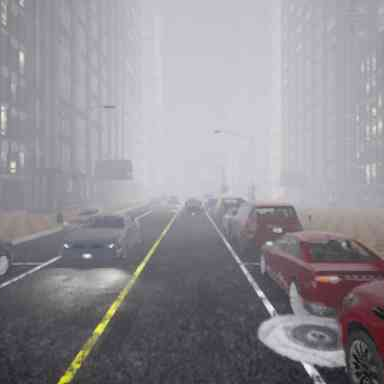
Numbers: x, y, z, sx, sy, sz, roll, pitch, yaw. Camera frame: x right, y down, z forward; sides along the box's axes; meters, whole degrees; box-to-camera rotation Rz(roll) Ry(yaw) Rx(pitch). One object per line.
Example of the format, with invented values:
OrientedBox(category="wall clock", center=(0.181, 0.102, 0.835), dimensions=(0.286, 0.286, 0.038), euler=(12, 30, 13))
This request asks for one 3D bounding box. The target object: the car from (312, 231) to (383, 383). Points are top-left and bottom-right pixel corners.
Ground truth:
OrientedBox(category="car", center=(2.695, 1.310, 1.804), dimensions=(2.192, 1.841, 5.009), euler=(0, 0, 0))

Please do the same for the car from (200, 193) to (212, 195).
OrientedBox(category="car", center=(2.690, 1.154, 57.197), dimensions=(2.192, 1.841, 5.009), euler=(0, 0, 0))

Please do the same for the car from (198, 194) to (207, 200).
OrientedBox(category="car", center=(2.686, 1.199, 84.894), dimensions=(1.967, 1.590, 4.097), euler=(0, 0, 0))

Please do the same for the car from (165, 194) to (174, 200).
OrientedBox(category="car", center=(-5.695, 1.303, 84.894), dimensions=(1.887, 1.381, 4.507), euler=(0, 0, 0))

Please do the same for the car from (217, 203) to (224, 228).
OrientedBox(category="car", center=(2.692, 1.515, 18.424), dimensions=(1.947, 1.339, 4.313), euler=(0, 0, 0))

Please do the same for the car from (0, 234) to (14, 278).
OrientedBox(category="car", center=(-5.687, 1.530, 7.343), dimensions=(2.008, 1.369, 4.403), euler=(0, 0, 0))

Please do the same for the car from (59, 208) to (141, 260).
OrientedBox(category="car", center=(-3.101, 1.512, 12.524), dimensions=(2.033, 1.411, 5.357), euler=(0, 0, 0))

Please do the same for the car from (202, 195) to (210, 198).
OrientedBox(category="car", center=(2.357, 1.374, 36.983), dimensions=(1.882, 1.535, 5.008), euler=(0, 0, 0))

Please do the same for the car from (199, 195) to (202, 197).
OrientedBox(category="car", center=(0.096, 1.395, 46.919), dimensions=(1.812, 1.442, 4.674), euler=(0, 0, 0))

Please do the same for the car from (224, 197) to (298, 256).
OrientedBox(category="car", center=(2.694, 1.279, 12.884), dimensions=(2.192, 1.841, 5.009), euler=(0, 0, 0))

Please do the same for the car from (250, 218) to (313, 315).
OrientedBox(category="car", center=(2.693, 1.525, 7.344), dimensions=(1.887, 1.381, 4.507), euler=(0, 0, 0))

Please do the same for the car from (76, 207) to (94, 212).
OrientedBox(category="car", center=(-5.688, 1.531, 18.422), dimensions=(1.802, 1.307, 4.206), euler=(0, 0, 0))

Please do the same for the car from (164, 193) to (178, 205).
OrientedBox(category="car", center=(-3.060, 1.325, 54.311), dimensions=(1.882, 1.535, 5.008), euler=(0, 0, 0))

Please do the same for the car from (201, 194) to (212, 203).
OrientedBox(category="car", center=(2.688, 1.263, 62.737), dimensions=(1.967, 1.590, 4.097), euler=(0, 0, 0))

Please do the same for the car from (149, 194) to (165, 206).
OrientedBox(category="car", center=(-5.691, 1.437, 51.658), dimensions=(1.802, 1.307, 4.206), euler=(0, 0, 0))

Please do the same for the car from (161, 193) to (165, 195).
OrientedBox(category="car", center=(-5.692, 1.122, 68.275), dimensions=(2.192, 1.841, 5.009), euler=(0, 0, 0))

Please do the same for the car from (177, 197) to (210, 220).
OrientedBox(category="car", center=(0.097, 1.416, 27.240), dimensions=(2.128, 1.511, 4.902), euler=(0, 0, 0))

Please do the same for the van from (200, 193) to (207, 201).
OrientedBox(category="van", center=(2.687, 1.116, 79.354), dimensions=(1.690, 1.788, 3.998), euler=(0, 0, 0))

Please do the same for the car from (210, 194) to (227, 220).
OrientedBox(category="car", center=(2.693, 1.248, 23.962), dimensions=(2.192, 1.841, 5.009), euler=(0, 0, 0))
